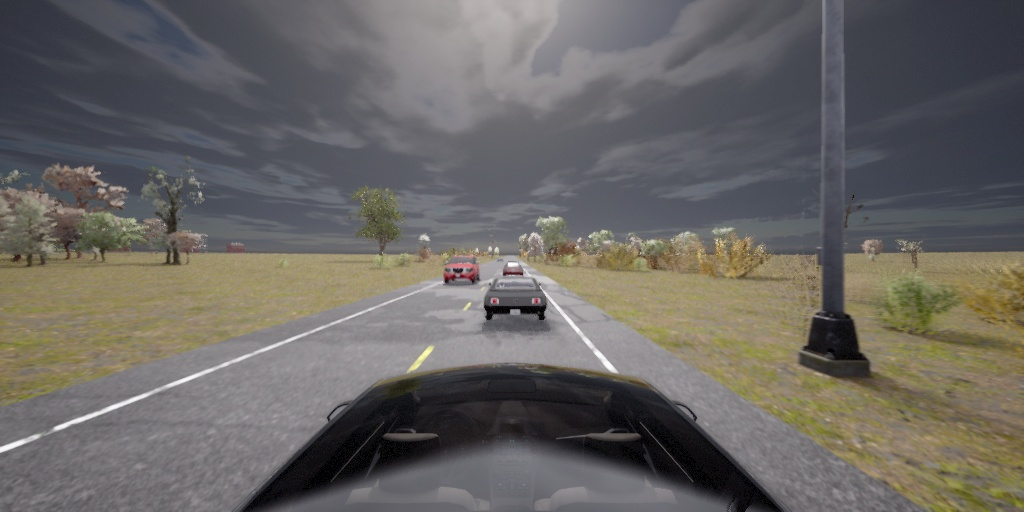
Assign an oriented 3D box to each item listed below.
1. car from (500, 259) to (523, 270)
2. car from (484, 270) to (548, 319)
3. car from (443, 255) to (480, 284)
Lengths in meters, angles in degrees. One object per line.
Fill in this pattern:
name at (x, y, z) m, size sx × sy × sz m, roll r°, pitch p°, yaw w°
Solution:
car at (0.107, 1.257, 35.187) m, size 1.994 × 1.385 × 4.181 m, roll 0°, pitch 0°, yaw 0°
car at (0.102, 1.333, 12.602) m, size 1.895 × 1.301 × 4.718 m, roll 0°, pitch 0°, yaw 0°
car at (-3.590, 0.930, 26.598) m, size 2.150 × 2.045 × 5.566 m, roll 0°, pitch 0°, yaw 0°
